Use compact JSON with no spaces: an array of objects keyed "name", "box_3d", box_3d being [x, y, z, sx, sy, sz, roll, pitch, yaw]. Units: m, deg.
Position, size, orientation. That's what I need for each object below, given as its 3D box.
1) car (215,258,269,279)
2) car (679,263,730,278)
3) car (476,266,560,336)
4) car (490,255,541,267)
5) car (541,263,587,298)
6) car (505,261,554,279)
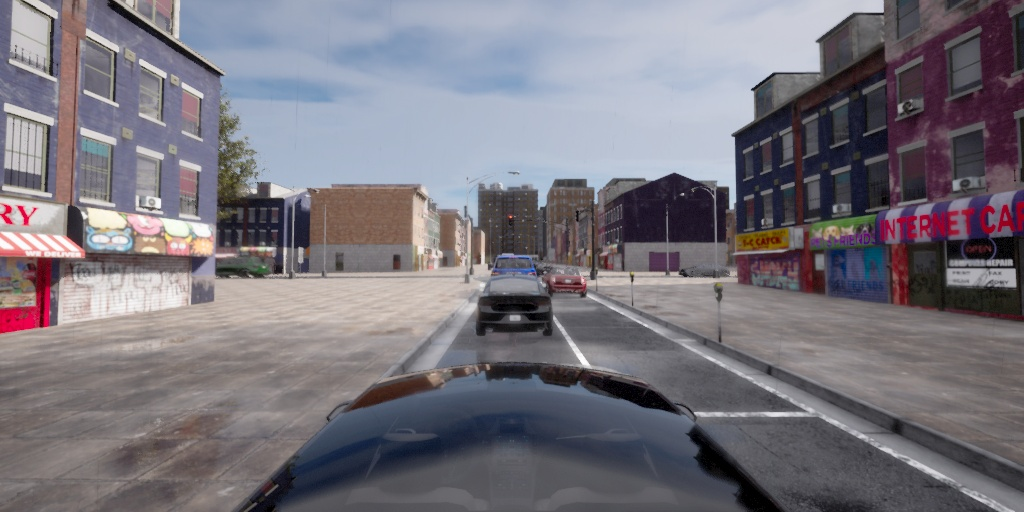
[{"name":"car","box_3d":[-26.052,1.200,33.822,5.566,2.045,2.150,-1,-2,0]},{"name":"car","box_3d":[17.958,1.380,33.580,4.181,1.385,1.994,0,-2,0]},{"name":"car","box_3d":[0.036,1.234,10.480,1.882,1.535,5.008,0,0,-1]},{"name":"car","box_3d":[0.069,0.989,18.067,2.150,2.045,5.566,0,0,0]},{"name":"car","box_3d":[2.616,1.208,18.755,1.967,1.591,4.097,0,0,0]},{"name":"car","box_3d":[1.706,1.357,36.508,4.892,1.490,1.837,0,4,42]}]
